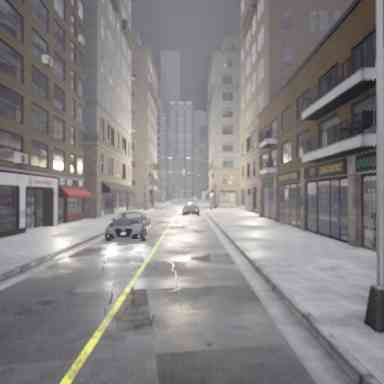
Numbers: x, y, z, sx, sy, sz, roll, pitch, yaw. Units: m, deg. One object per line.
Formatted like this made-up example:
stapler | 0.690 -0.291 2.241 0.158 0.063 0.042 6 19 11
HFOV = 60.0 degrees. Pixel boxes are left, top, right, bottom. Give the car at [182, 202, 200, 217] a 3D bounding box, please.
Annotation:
car | -0.108 1.999 36.855 1.895 1.301 4.718 0 -1 0

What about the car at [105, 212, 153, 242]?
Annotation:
car | -3.193 1.760 17.452 1.994 1.385 4.181 0 -1 0

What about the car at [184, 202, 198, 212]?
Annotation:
car | -0.106 2.100 46.860 1.895 1.301 4.718 0 -1 1
